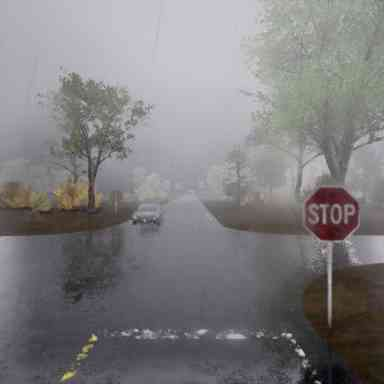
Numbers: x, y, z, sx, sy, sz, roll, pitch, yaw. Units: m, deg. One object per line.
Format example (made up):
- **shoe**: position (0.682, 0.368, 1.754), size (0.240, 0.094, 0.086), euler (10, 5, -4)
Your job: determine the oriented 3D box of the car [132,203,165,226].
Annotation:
- **car**: position (-3.002, 1.550, 23.512), size (1.837, 1.490, 4.892), euler (0, 0, 0)
